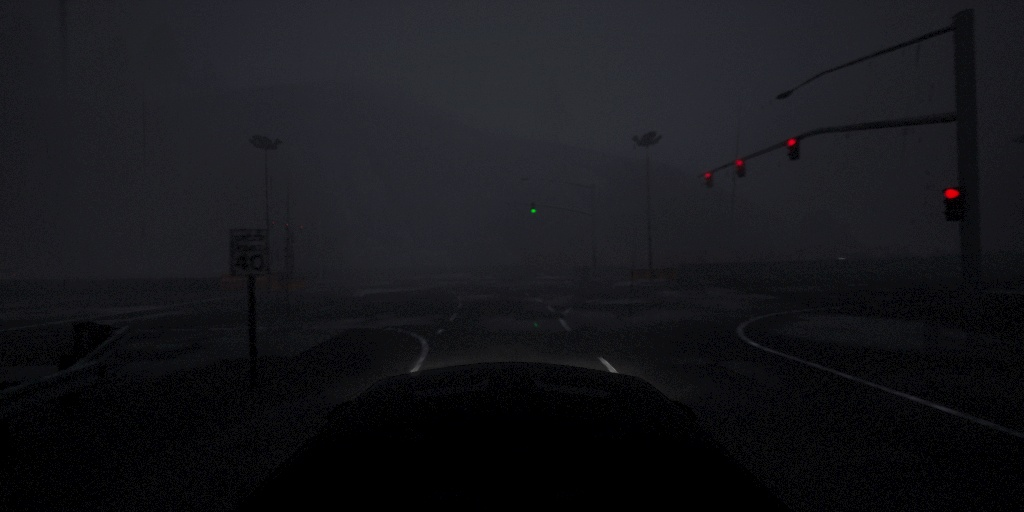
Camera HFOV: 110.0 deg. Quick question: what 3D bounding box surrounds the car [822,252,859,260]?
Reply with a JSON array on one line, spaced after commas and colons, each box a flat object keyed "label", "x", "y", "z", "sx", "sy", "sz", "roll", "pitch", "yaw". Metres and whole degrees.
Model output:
[{"label": "car", "x": 41.738, "y": 0.321, "z": 44.321, "sx": 4.553, "sy": 1.767, "sz": 2.097, "roll": -1, "pitch": 0, "yaw": -4}]

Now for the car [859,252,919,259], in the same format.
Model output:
[{"label": "car", "x": 43.015, "y": 0.444, "z": 40.956, "sx": 4.674, "sy": 1.442, "sz": 1.812, "roll": -1, "pitch": 0, "yaw": -5}]

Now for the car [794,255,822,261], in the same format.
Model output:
[{"label": "car", "x": 40.129, "y": 0.553, "z": 47.698, "sx": 4.674, "sy": 1.442, "sz": 1.812, "roll": -1, "pitch": 0, "yaw": -3}]
